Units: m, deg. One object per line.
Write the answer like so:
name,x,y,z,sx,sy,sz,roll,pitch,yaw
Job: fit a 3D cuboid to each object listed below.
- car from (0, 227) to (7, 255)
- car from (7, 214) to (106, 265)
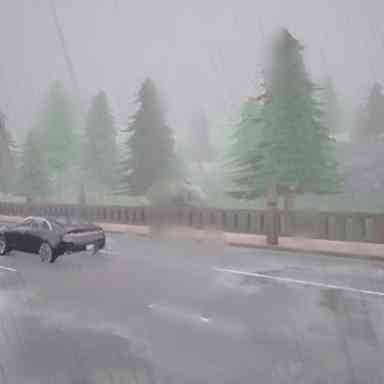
car,-7.300,1.549,9.160,4.892,1.490,1.837,0,0,36
car,-5.185,1.535,11.949,4.902,1.511,2.128,0,0,36
